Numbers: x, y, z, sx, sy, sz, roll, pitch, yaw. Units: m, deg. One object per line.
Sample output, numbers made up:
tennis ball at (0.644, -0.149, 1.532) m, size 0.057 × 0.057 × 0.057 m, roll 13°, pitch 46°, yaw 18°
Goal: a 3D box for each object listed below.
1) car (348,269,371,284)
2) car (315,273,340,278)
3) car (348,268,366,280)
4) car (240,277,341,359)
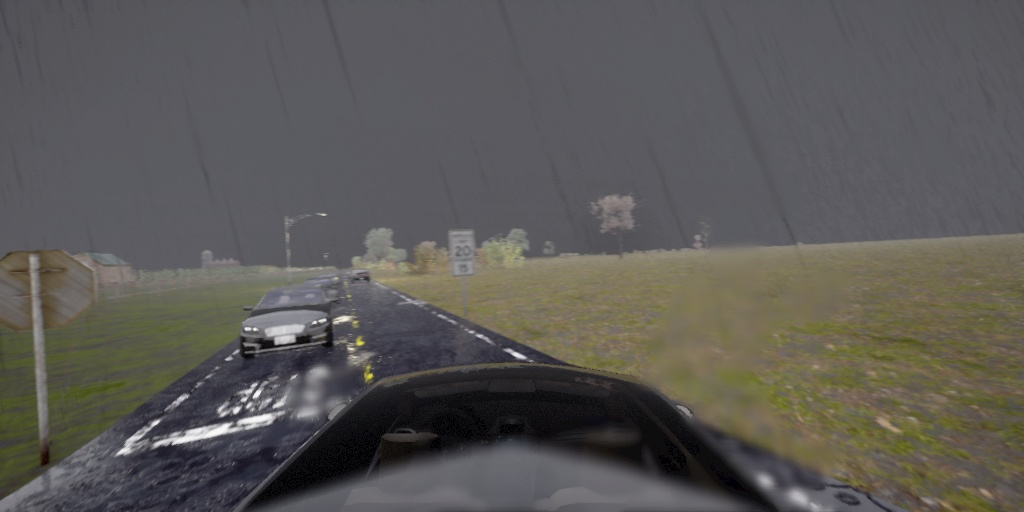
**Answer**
car at (-16.659, 2.154, 39.384) m, size 1.837 × 1.490 × 4.892 m, roll -3°, pitch 0°, yaw -26°
car at (-10.140, 1.863, 18.844) m, size 1.994 × 1.385 × 4.181 m, roll -3°, pitch 0°, yaw -25°
car at (-21.797, 2.486, 50.188) m, size 2.033 × 1.411 × 5.357 m, roll -3°, pitch 0°, yaw -26°
car at (-5.843, 1.559, 9.787) m, size 2.128 × 1.511 × 4.902 m, roll -3°, pitch 0°, yaw -25°
